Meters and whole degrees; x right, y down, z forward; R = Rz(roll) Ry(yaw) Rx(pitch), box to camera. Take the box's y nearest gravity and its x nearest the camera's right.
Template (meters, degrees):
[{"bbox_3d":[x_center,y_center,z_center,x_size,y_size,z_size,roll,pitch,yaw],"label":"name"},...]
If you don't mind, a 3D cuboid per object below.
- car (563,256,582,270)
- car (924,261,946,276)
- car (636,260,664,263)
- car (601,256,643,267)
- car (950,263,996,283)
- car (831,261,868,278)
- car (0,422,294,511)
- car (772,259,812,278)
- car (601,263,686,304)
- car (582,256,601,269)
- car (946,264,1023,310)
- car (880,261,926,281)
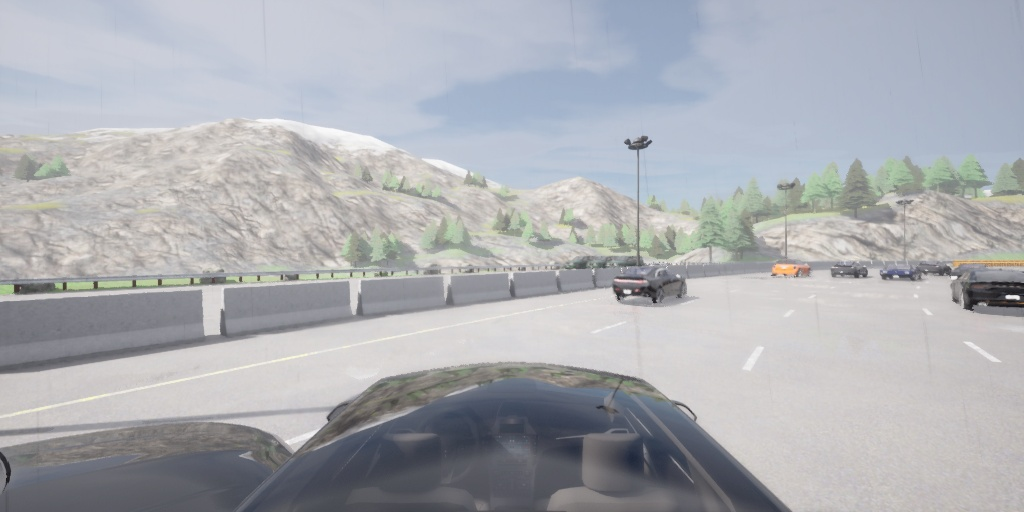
[{"bbox_3d":[9.322,0.971,47.674,5.566,2.045,2.150,0,0,-38],"label":"car"},{"bbox_3d":[43.308,1.242,36.862,4.902,1.511,2.128,0,0,-31],"label":"car"},{"bbox_3d":[16.204,1.354,39.731,4.718,1.301,1.895,0,0,-38],"label":"car"},{"bbox_3d":[13.257,0.976,41.859,5.566,2.045,2.150,0,0,-38],"label":"car"},{"bbox_3d":[36.591,1.312,28.442,4.181,1.385,1.994,0,0,-35],"label":"car"},{"bbox_3d":[31.370,1.242,33.338,4.902,1.511,2.128,0,0,-35],"label":"car"},{"bbox_3d":[-2.982,1.255,0.524,4.892,1.490,1.837,0,0,-45],"label":"car"},{"bbox_3d":[26.917,1.103,34.433,4.553,1.767,2.097,0,0,-36],"label":"car"},{"bbox_3d":[6.381,1.241,16.397,2.128,1.511,4.902,0,0,44],"label":"car"},{"bbox_3d":[11.749,0.957,45.132,5.566,2.045,2.150,0,0,-38],"label":"car"},{"bbox_3d":[18.430,1.227,13.653,5.008,1.535,1.882,0,0,-44],"label":"car"},{"bbox_3d":[32.304,1.351,29.728,4.718,1.301,1.895,0,0,-35],"label":"car"}]
